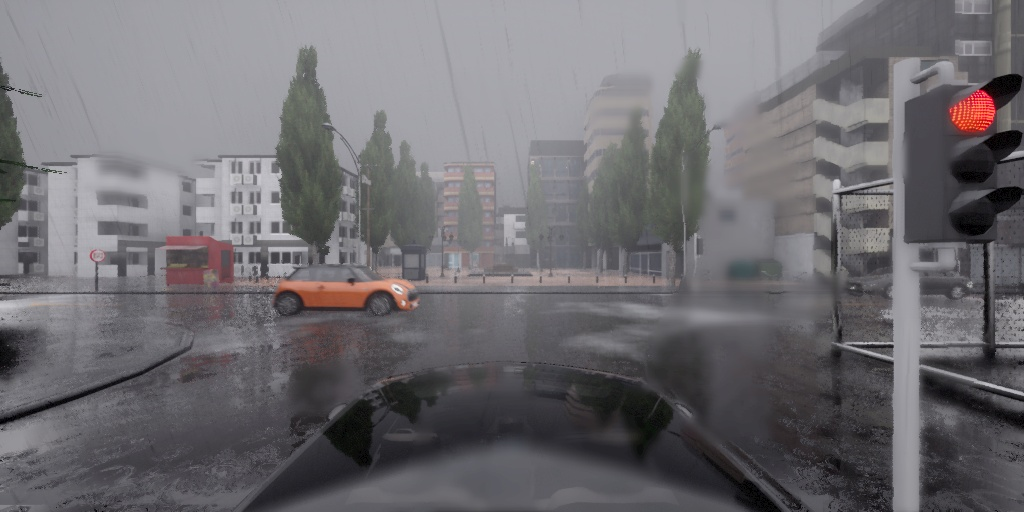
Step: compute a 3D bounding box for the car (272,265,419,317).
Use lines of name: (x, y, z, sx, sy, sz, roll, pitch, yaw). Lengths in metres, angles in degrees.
car: (-5.659, 1.101, 12.627, 4.553, 1.767, 2.097, 0, 0, 0)

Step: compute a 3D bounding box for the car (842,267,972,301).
car: (18.435, 1.255, 16.850, 4.892, 1.490, 1.837, 0, 0, 0)
